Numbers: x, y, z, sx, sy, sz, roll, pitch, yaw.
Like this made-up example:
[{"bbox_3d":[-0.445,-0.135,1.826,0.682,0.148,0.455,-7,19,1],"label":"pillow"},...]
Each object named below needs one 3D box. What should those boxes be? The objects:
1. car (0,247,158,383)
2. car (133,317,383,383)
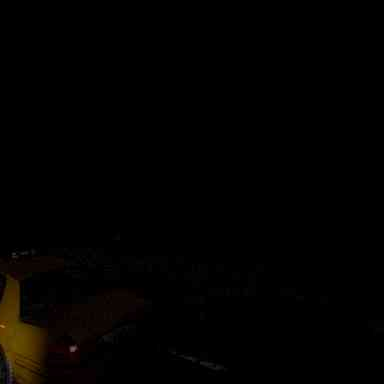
[{"bbox_3d":[-2.661,1.524,4.986,4.829,1.417,1.752,0,1,35],"label":"car"},{"bbox_3d":[2.026,1.551,1.646,4.403,1.369,2.008,0,1,35],"label":"car"}]
